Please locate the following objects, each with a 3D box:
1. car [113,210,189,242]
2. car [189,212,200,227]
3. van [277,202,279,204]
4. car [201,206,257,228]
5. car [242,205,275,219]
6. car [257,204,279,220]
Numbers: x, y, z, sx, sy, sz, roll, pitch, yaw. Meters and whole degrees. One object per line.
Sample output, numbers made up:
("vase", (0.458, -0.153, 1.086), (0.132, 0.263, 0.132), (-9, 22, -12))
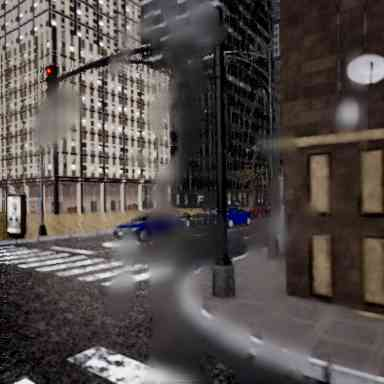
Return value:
("car", (-2.397, 1.919, 19.104), (1.812, 1.442, 4.674), (-1, -2, 33))
("car", (-1.711, 2.068, 24.775), (2.008, 1.369, 4.403), (-2, -2, 35))
("van", (12.570, 2.189, 44.636), (1.690, 1.788, 3.998), (-2, -2, 35))
("car", (3.075, 1.999, 26.784), (1.882, 1.535, 5.008), (-1, -2, 35))
("car", (7.616, 2.278, 37.774), (1.887, 1.381, 4.507), (-2, -2, 35))
("car", (8.901, 2.220, 34.929), (1.994, 1.385, 4.181), (-1, -2, 36))
